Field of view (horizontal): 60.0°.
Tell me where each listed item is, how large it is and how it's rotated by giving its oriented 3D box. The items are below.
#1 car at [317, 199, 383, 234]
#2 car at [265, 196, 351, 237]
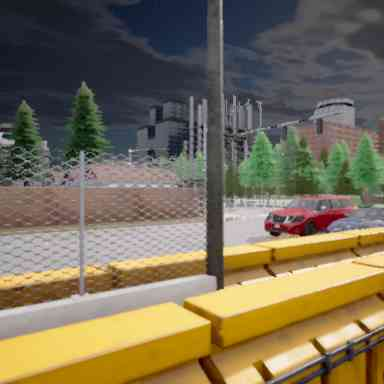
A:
[{"bbox_3d":[7.476,1.331,13.515,4.553,1.767,2.097,0,0,-35],"label":"car"},{"bbox_3d":[6.164,1.222,16.862,5.566,2.045,2.150,0,0,-35],"label":"car"}]
